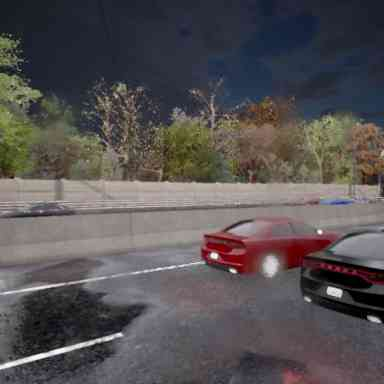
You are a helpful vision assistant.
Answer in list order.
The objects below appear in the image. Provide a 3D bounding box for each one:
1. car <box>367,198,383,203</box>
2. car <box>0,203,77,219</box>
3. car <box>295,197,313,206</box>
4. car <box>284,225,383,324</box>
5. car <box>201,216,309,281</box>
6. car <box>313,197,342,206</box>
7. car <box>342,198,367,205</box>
[{"bbox_3d":[22.040,1.452,36.891,4.902,1.511,2.128,0,0,-35],"label":"car"},{"bbox_3d":[-10.314,1.497,22.427,4.892,1.490,1.837,0,0,-35],"label":"car"},{"bbox_3d":[16.209,1.437,45.620,5.008,1.535,1.882,0,0,-35],"label":"car"},{"bbox_3d":[4.326,1.466,6.832,5.008,1.535,1.882,0,0,-35],"label":"car"},{"bbox_3d":[2.582,1.466,9.887,5.008,1.535,1.882,0,0,-35],"label":"car"},{"bbox_3d":[18.261,1.437,42.787,5.008,1.535,1.882,0,0,-35],"label":"car"},{"bbox_3d":[20.853,1.451,40.339,4.902,1.511,2.128,0,0,-35],"label":"car"}]
